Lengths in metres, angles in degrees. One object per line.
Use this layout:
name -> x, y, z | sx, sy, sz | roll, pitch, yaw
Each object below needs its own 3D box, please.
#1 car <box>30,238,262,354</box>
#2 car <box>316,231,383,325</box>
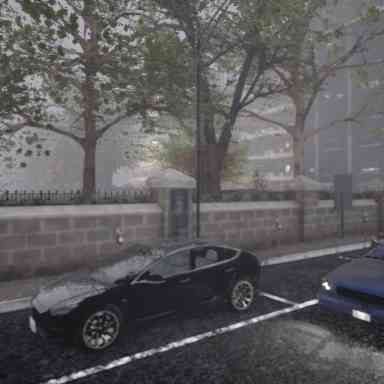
car -> -0.566, 1.583, 6.159 | 4.313, 1.339, 1.947 | 0, -1, -36
car -> 4.866, 1.593, 6.835 | 5.357, 1.411, 2.033 | 0, 0, -35
